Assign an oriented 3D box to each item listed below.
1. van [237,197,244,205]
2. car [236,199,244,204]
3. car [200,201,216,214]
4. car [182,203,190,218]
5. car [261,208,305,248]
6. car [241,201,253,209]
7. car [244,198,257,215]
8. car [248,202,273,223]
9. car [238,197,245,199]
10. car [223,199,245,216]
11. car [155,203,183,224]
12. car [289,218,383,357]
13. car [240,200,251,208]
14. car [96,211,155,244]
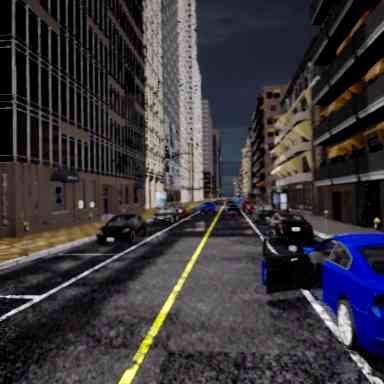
[{"bbox_3d":[12.286,2.220,84.009,1.690,1.788,3.998,-1,-1,6],"label":"van"},{"bbox_3d":[12.916,2.511,89.620,1.947,1.339,4.313,-1,-1,6],"label":"car"},{"bbox_3d":[2.145,2.008,44.381,1.882,1.535,5.008,-1,-1,7],"label":"car"},{"bbox_3d":[-1.665,1.907,34.413,1.967,1.590,4.097,-1,-1,6],"label":"car"},{"bbox_3d":[4.791,1.691,16.644,1.947,1.339,4.313,-1,-1,6],"label":"car"},{"bbox_3d":[9.165,2.139,55.939,1.802,1.307,4.206,-1,-1,6],"label":"car"},{"bbox_3d":[7.288,1.810,39.100,1.967,1.590,4.097,-1,-1,6],"label":"car"},{"bbox_3d":[6.040,1.797,27.872,2.008,1.369,4.403,-1,-1,6],"label":"car"},{"bbox_3d":[8.536,1.810,50.329,2.192,1.841,5.009,-1,-1,6],"label":"car"},{"bbox_3d":[4.574,1.898,38.203,2.128,1.511,4.902,-1,-1,6],"label":"car"},{"bbox_3d":[-2.287,1.956,28.796,2.008,1.369,4.403,-1,-1,6],"label":"car"},{"bbox_3d":[3.289,1.498,6.161,1.882,1.535,5.008,-1,-1,6],"label":"car"},{"bbox_3d":[9.791,2.201,61.553,1.802,1.307,4.206,-1,-1,6],"label":"car"},{"bbox_3d":[-3.537,1.850,17.570,1.947,1.339,4.313,-1,-1,6],"label":"car"}]
